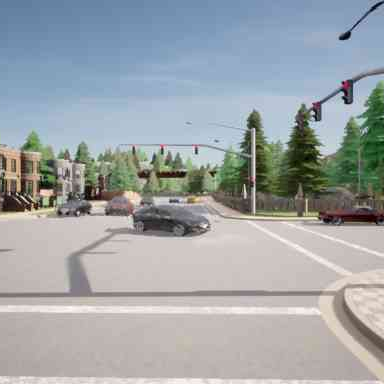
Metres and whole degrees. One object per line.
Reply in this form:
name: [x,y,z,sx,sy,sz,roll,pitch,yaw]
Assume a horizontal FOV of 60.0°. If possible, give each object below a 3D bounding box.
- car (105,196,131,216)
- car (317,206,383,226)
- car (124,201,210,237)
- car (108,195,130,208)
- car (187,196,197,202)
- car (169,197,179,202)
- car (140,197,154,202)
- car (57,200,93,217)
car: [-7.093,1.352,32.669,2.097,1.767,4.553,0,0,-1]
car: [11.171,1.601,22.914,4.718,1.301,1.895,0,0,2]
car: [-1.251,1.505,18.277,4.892,1.490,1.837,0,2,39]
car: [-10.602,1.351,48.491,2.097,1.767,4.553,0,0,0]
car: [0.051,1.477,64.944,1.882,1.535,5.008,0,0,0]
car: [-3.450,1.601,65.232,1.895,1.301,4.718,0,0,0]
car: [-7.076,1.506,52.440,1.837,1.490,4.892,0,-1,0]
car: [-10.782,1.491,30.907,2.128,1.511,4.902,0,0,4]
